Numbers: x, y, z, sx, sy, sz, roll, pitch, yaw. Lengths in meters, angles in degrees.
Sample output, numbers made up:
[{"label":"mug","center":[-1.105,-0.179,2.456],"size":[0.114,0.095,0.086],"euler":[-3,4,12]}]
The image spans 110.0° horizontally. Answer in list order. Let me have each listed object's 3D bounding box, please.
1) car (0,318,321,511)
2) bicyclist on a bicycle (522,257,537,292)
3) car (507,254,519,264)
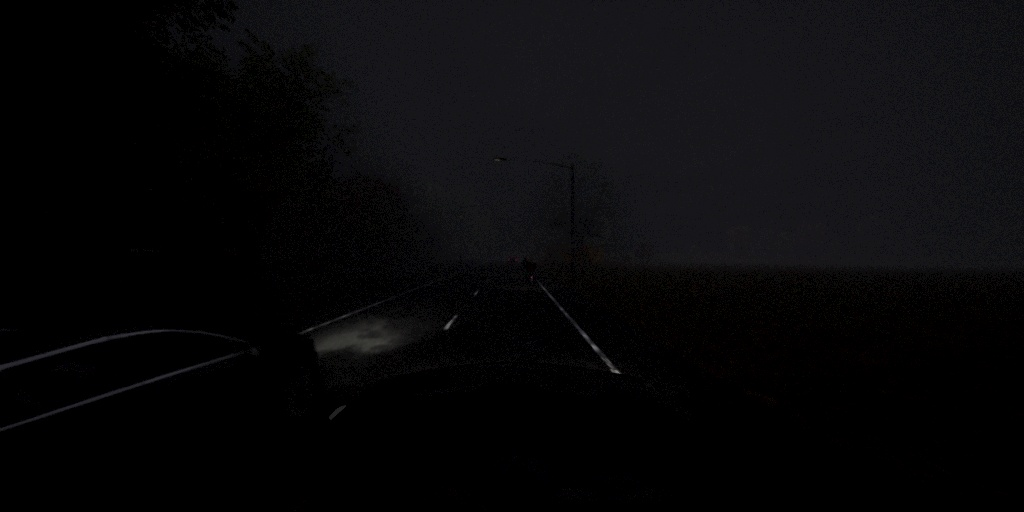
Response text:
[{"label":"car","center":[-3.401,1.230,2.734],"size":[2.128,1.511,4.902],"euler":[0,1,0]},{"label":"bicyclist on a bicycle","center":[0.971,0.927,18.201],"size":[0.659,1.776,1.843],"euler":[0,1,0]},{"label":"car","center":[0.086,0.622,59.470],"size":[2.033,1.411,5.357],"euler":[0,1,1]}]
